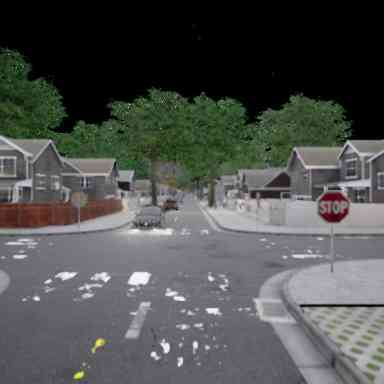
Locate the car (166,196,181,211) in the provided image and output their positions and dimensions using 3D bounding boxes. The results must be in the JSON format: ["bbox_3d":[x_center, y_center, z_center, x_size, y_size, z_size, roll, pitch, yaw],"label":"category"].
[{"bbox_3d":[-2.832,1.762,45.544,1.882,1.535,5.008,0,0,0],"label":"car"}]

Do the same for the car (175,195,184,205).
[{"bbox_3d":[-2.881,1.649,71.139,2.150,2.045,5.566,0,0,0],"label":"car"}]

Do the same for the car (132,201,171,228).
[{"bbox_3d":[-2.812,1.690,23.131,1.837,1.490,4.892,0,1,1],"label":"car"}]
